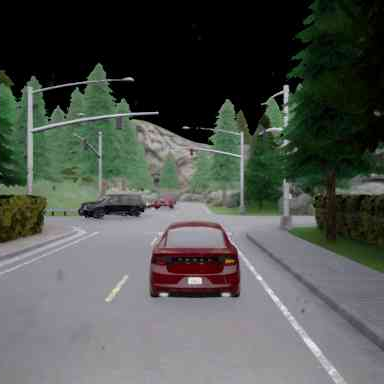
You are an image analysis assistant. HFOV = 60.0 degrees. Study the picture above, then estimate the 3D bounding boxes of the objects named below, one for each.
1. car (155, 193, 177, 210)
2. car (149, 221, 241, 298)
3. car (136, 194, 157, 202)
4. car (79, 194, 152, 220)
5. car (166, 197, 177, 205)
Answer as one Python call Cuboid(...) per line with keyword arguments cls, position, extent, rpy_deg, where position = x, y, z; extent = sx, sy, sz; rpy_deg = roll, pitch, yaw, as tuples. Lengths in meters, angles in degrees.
Cuboid(cls="car", position=(-3.548, 1.221, 43.763), extent=(2.150, 2.045, 5.566), rpy_deg=(0, 0, 0))
Cuboid(cls="car", position=(0.074, 1.478, 8.578), extent=(1.882, 1.535, 5.008), rpy_deg=(0, 0, 0))
Cuboid(cls="car", position=(-10.948, 1.355, 79.724), extent=(4.553, 1.767, 2.097), rpy_deg=(0, 0, 24))
Cuboid(cls="car", position=(-6.660, 1.214, 28.419), extent=(5.566, 2.045, 2.150), rpy_deg=(0, 2, -38))
Cuboid(cls="car", position=(-3.644, 1.601, 59.527), extent=(1.895, 1.301, 4.718), rpy_deg=(0, 0, -2))
